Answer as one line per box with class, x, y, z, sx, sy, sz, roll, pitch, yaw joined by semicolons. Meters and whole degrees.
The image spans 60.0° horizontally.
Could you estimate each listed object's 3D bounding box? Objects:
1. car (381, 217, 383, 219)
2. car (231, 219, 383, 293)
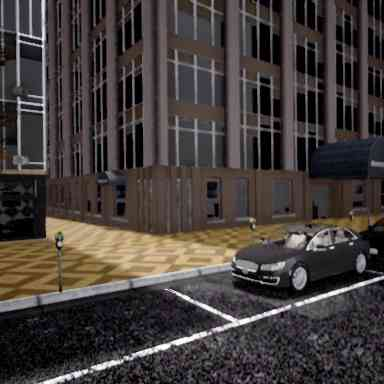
car;7.587;1.531;11.999;4.313;1.339;1.947;0;0;-36
car;2.963;1.531;8.694;4.403;1.369;2.008;0;0;-36
